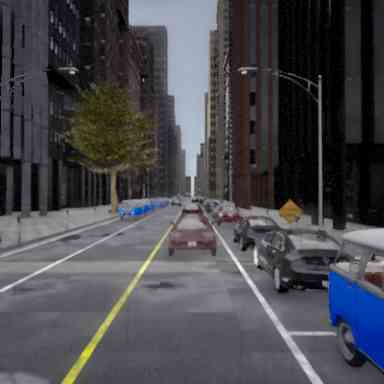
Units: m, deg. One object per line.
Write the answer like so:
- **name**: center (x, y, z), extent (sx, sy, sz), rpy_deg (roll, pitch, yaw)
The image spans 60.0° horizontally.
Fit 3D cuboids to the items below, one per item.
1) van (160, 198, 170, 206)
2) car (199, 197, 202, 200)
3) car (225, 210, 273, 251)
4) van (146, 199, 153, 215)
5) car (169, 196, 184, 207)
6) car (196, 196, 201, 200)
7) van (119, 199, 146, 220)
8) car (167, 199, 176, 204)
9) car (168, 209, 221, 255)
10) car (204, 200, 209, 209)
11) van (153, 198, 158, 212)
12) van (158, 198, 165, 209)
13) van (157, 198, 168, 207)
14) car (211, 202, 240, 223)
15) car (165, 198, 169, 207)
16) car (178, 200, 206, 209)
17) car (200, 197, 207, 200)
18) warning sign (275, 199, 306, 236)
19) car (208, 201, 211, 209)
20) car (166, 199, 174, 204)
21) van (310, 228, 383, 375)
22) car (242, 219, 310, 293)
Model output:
- **van**: center (-5.716, 2.080, 70.730), extent (1.690, 1.788, 3.998), rpy_deg (0, -1, 0)
- **car**: center (2.806, 2.244, 65.112), extent (1.947, 1.339, 4.313), rpy_deg (0, -1, 0)
- **car**: center (2.773, 1.699, 14.546), extent (2.008, 1.369, 4.403), rpy_deg (0, -1, 0)
- **van**: center (-5.737, 1.721, 37.021), extent (1.690, 1.788, 3.998), rpy_deg (0, -1, 0)
- **car**: center (-2.982, 2.150, 64.551), extent (1.882, 1.535, 5.008), rpy_deg (0, -1, 1)
- **car**: center (2.816, 2.177, 81.971), extent (2.192, 1.841, 5.009), rpy_deg (0, -1, 0)
- **van**: center (-5.741, 1.663, 31.403), extent (1.690, 1.788, 3.998), rpy_deg (0, -1, 0)
- **car**: center (-5.702, 2.538, 93.205), extent (2.008, 1.369, 4.403), rpy_deg (0, -1, 0)
- **car**: center (0.027, 1.668, 13.912), extent (1.812, 1.442, 4.674), rpy_deg (0, 0, 0)
- **car**: center (2.791, 2.005, 42.639), extent (1.947, 1.339, 4.313), rpy_deg (0, -1, 0)
- **van**: center (-5.734, 1.780, 42.640), extent (1.690, 1.788, 3.998), rpy_deg (0, -1, 0)
- **van**: center (-5.727, 1.899, 53.875), extent (1.690, 1.788, 3.998), rpy_deg (0, -1, 0)
- **van**: center (-5.719, 2.020, 65.111), extent (1.690, 1.788, 3.998), rpy_deg (0, -1, 0)
- **car**: center (2.780, 1.704, 25.784), extent (1.967, 1.590, 4.097), rpy_deg (0, -1, 0)
- **car**: center (-5.723, 2.163, 59.491), extent (1.887, 1.381, 4.507), rpy_deg (0, -1, 0)
- **car**: center (0.043, 1.777, 29.268), extent (1.882, 1.535, 5.008), rpy_deg (0, 0, 1)
- **car**: center (2.802, 2.145, 59.664), extent (1.752, 1.417, 4.829), rpy_deg (0, -1, 0)
- **warning sign**: center (5.077, 1.291, 17.198), extent (1.300, 1.860, 1.060), rpy_deg (0, -1, 0)
- **car**: center (2.784, 1.849, 31.572), extent (1.752, 1.417, 4.829), rpy_deg (0, -1, 0)
- **car**: center (-5.705, 2.448, 87.411), extent (1.752, 1.417, 4.829), rpy_deg (0, -1, 0)
- **van**: center (2.766, 1.376, 3.311), extent (1.690, 1.788, 3.998), rpy_deg (0, -1, 0)
- **car**: center (2.769, 1.642, 8.928), extent (2.008, 1.369, 4.403), rpy_deg (0, -1, 0)
